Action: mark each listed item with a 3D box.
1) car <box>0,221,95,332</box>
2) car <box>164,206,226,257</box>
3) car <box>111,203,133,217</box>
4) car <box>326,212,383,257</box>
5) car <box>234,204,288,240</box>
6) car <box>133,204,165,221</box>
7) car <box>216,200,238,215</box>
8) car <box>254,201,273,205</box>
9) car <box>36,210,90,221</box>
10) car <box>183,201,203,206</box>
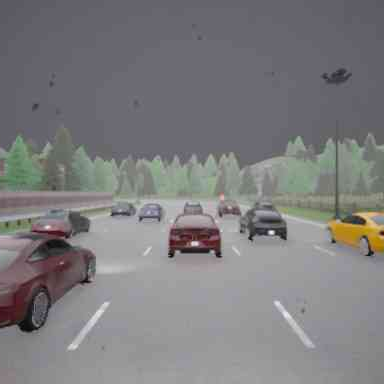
[{"bbox_3d":[-3.412,1.564,6.778,1.812,1.442,4.674,0,0,0],"label":"car"},{"bbox_3d":[0.099,1.553,13.361,1.882,1.535,5.008,0,0,0],"label":"car"},{"bbox_3d":[-6.903,1.753,33.931,1.994,1.385,4.181,0,0,0],"label":"car"},{"bbox_3d":[7.099,1.553,13.365,1.882,1.535,5.008,0,0,0],"label":"car"},{"bbox_3d":[3.599,1.602,17.476,1.837,1.490,4.892,0,0,0],"label":"car"},{"bbox_3d":[-3.402,1.707,28.572,2.033,1.411,5.357,0,0,0],"label":"car"},{"bbox_3d":[3.597,1.539,33.551,2.097,1.767,4.553,0,0,0],"label":"car"},{"bbox_3d":[7.097,1.692,33.566,1.837,1.490,4.892,0,0,0],"label":"car"},{"bbox_3d":[-6.902,1.664,17.908,1.994,1.385,4.181,0,0,0],"label":"car"},{"bbox_3d":[0.097,1.680,33.808,2.128,1.511,4.902,0,0,0],"label":"car"}]
